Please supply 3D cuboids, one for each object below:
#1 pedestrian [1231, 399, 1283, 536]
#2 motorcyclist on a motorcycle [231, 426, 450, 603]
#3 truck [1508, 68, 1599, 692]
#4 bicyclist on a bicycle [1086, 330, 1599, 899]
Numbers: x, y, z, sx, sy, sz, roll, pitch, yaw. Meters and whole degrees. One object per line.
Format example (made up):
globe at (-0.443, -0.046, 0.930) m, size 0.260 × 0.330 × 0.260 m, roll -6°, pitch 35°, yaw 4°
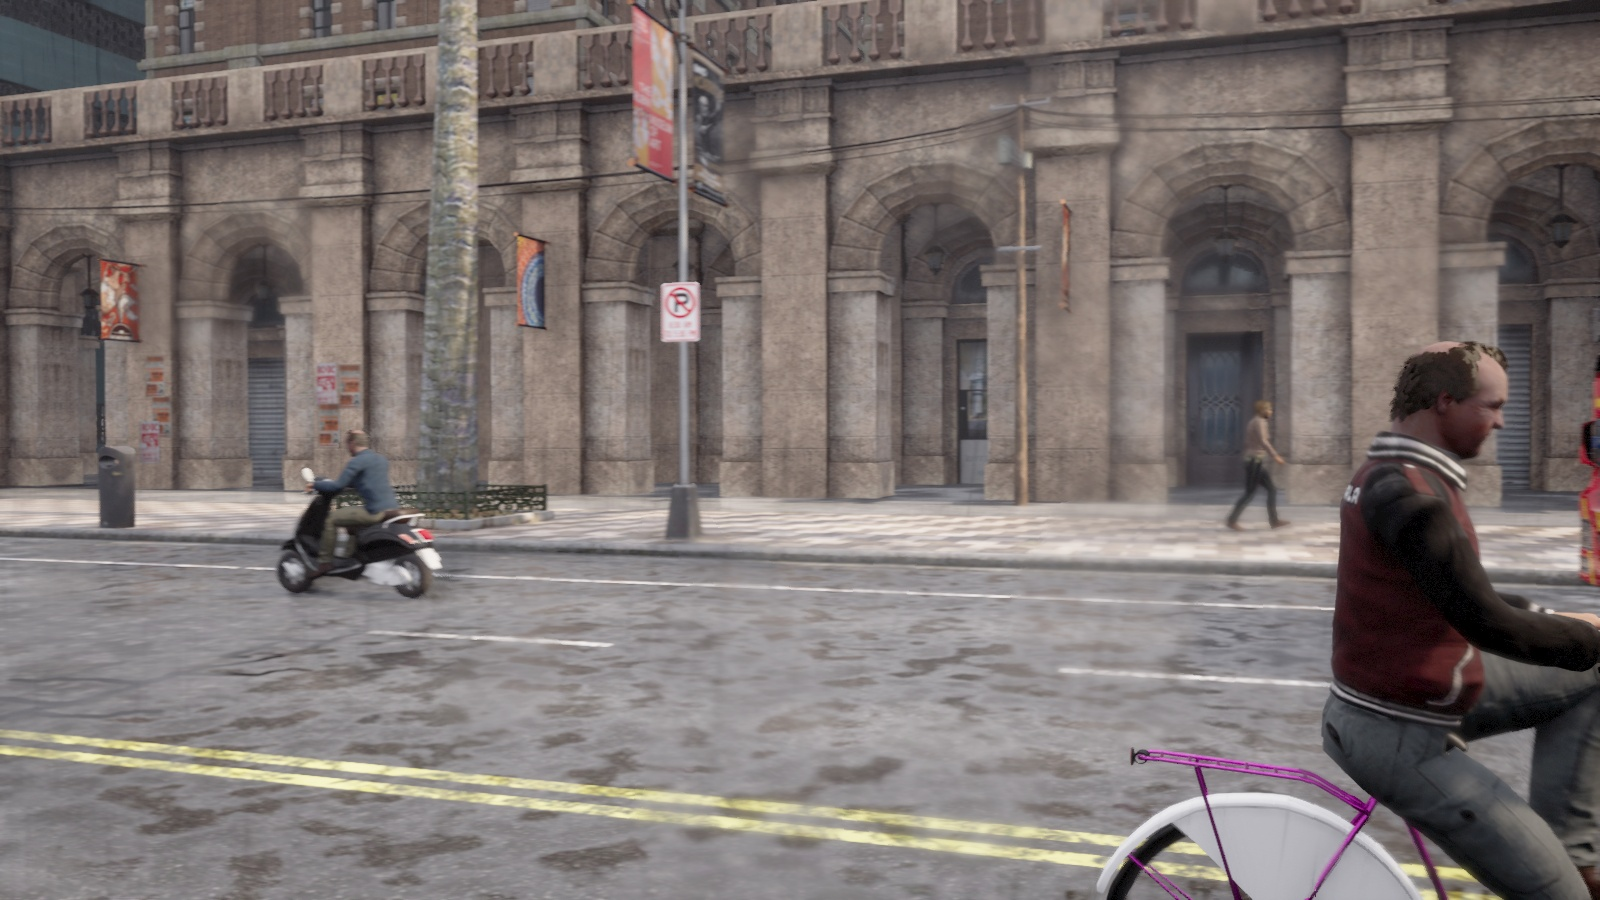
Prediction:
pedestrian at (6.228, 0.232, 17.140) m, size 0.634 × 1.846 × 0.331 m, roll 0°, pitch 1°, yaw 17°
motorcyclist on a motorcycle at (-4.387, 0.572, 12.021) m, size 1.817 × 1.590 × 0.866 m, roll 1°, pitch 1°, yaw 18°
truck at (9.279, -0.423, 7.406) m, size 8.468 × 3.827 × 2.891 m, roll 1°, pitch 1°, yaw 19°
bicyclist on a bicycle at (1.581, 0.661, 2.657) m, size 1.843 × 1.776 × 0.659 m, roll 0°, pitch 1°, yaw 19°
